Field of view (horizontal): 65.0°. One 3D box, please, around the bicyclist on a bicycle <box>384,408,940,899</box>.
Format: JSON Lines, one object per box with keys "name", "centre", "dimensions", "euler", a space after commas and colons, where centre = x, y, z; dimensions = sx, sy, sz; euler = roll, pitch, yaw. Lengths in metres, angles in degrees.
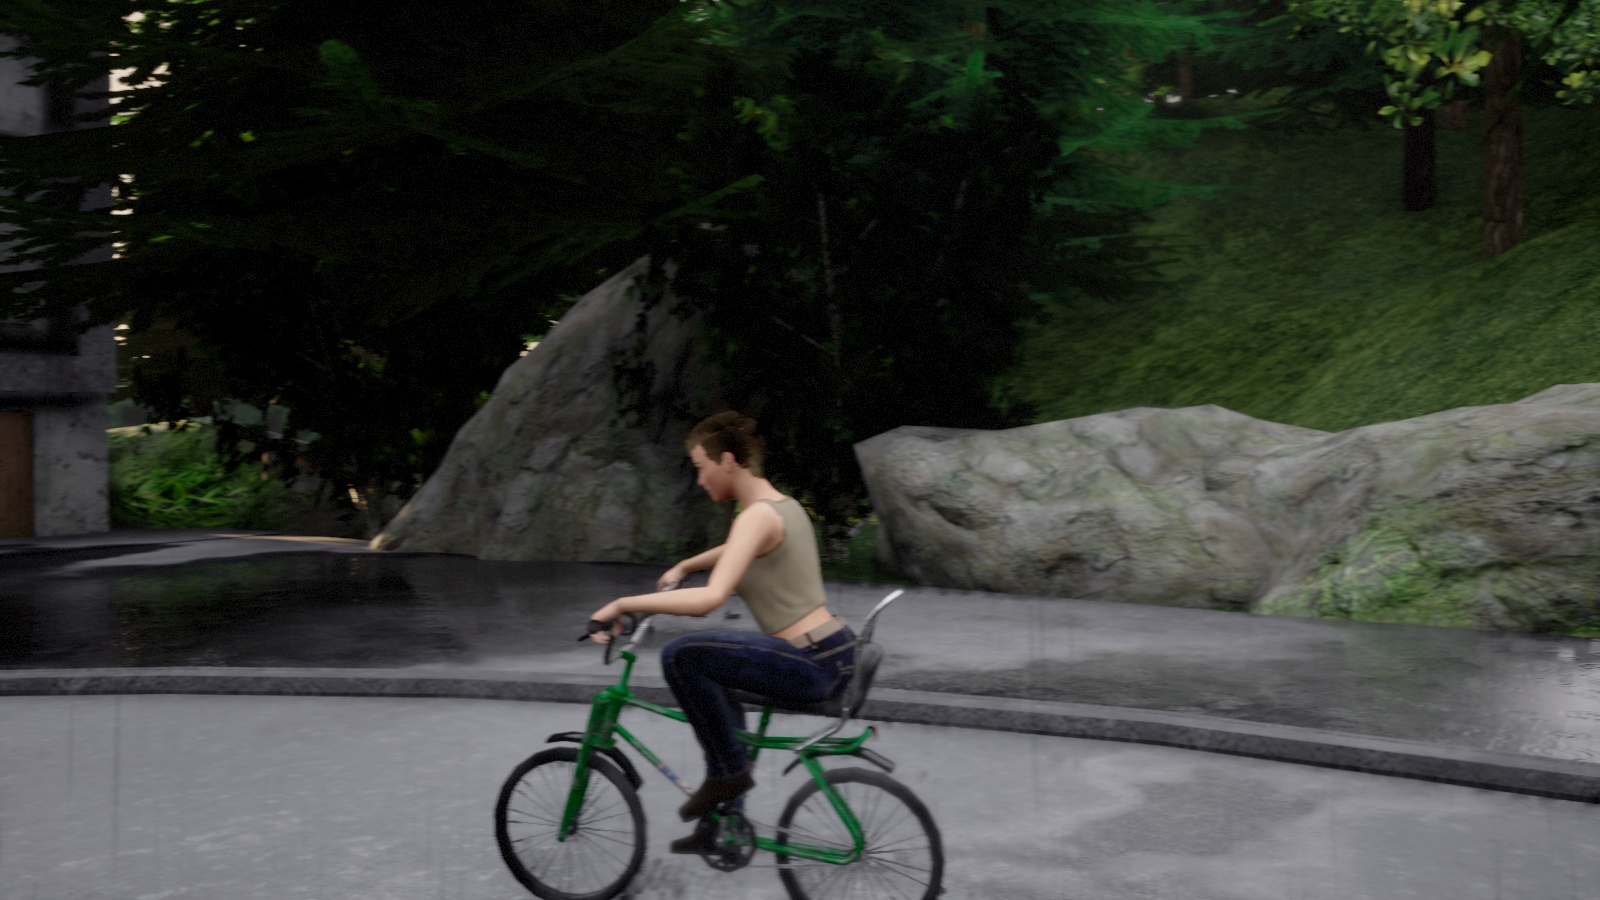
{"name": "bicyclist on a bicycle", "centre": [-0.379, 0.683, 3.953], "dimensions": [1.509, 1.612, 0.866], "euler": [0, 3, 15]}
